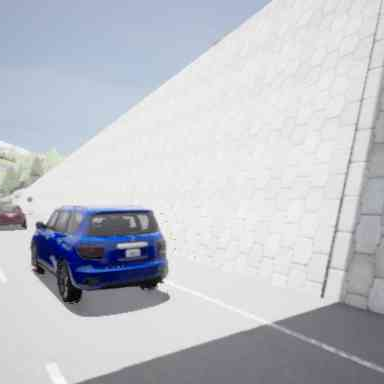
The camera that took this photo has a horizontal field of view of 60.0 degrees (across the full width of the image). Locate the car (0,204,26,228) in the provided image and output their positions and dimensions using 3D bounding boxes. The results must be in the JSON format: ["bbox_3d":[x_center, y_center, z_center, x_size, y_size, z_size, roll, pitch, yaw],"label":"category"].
[{"bbox_3d":[-13.547,1.686,24.383,2.097,1.767,4.553,1,-1,-35],"label":"car"}]

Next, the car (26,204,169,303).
[{"bbox_3d":[-2.714,1.344,8.876,2.150,2.045,5.566,1,-1,-35],"label":"car"}]
